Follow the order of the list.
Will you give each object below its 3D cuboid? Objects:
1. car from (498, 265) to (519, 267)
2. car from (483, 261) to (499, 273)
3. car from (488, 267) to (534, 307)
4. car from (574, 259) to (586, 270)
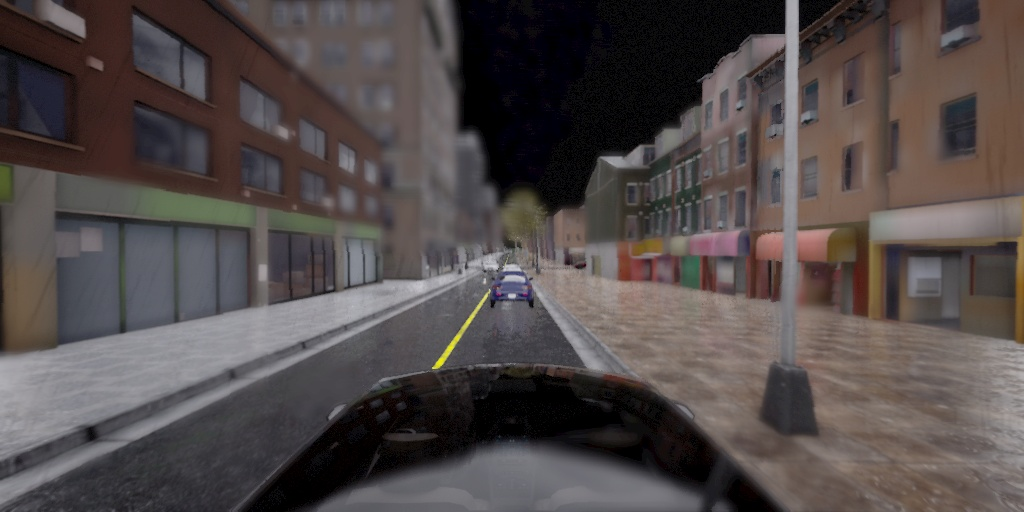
[{"bbox_3d":[0.004,1.476,31.207,1.812,1.442,4.674,0,0,0],"label":"car"},{"bbox_3d":[-2.754,1.440,48.187,1.812,1.442,4.674,0,0,0],"label":"car"},{"bbox_3d":[0.004,1.391,16.229,1.812,1.442,4.674,0,0,0],"label":"car"},{"bbox_3d":[12.701,1.312,58.938,5.009,1.841,2.192,0,0,0],"label":"car"}]
